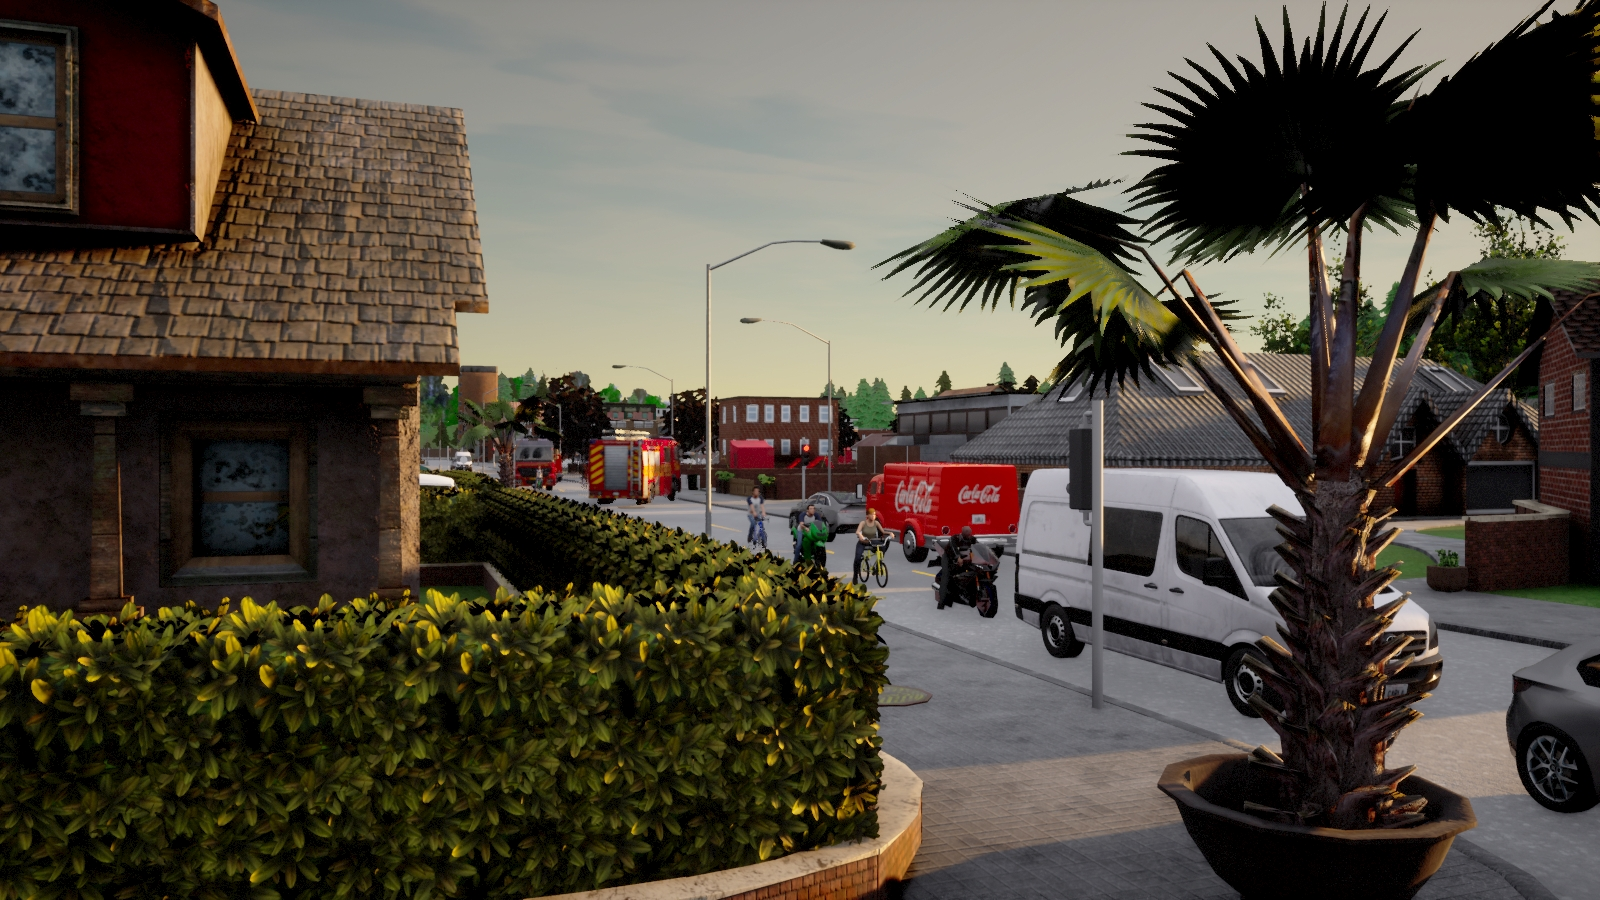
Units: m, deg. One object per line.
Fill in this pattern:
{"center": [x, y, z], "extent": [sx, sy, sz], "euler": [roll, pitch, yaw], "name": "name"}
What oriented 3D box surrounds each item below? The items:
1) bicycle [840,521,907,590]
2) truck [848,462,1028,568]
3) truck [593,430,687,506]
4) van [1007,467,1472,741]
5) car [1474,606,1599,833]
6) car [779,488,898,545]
{"center": [1.505, 2.162, 23.648], "extent": [0.859, 1.276, 1.487], "euler": [0, 0, -19], "name": "bicycle"}
{"center": [3.468, 1.570, 29.990], "extent": [2.627, 2.467, 5.204], "euler": [0, 0, -20], "name": "truck"}
{"center": [-8.478, 0.896, 61.821], "extent": [2.891, 3.827, 8.468], "euler": [0, 0, 7], "name": "truck"}
{"center": [4.966, 1.538, 14.186], "extent": [1.988, 2.561, 5.915], "euler": [0, 0, -20], "name": "van"}
{"center": [6.934, 2.069, 7.650], "extent": [1.816, 1.474, 4.193], "euler": [0, 0, -12], "name": "car"}
{"center": [1.122, 2.053, 36.412], "extent": [2.128, 1.511, 4.902], "euler": [0, 0, -20], "name": "car"}
